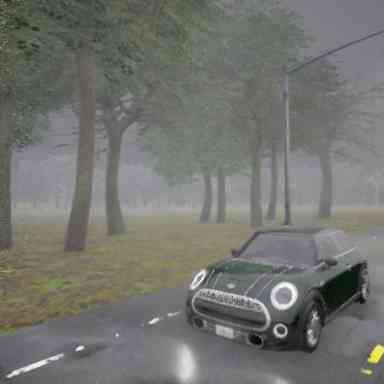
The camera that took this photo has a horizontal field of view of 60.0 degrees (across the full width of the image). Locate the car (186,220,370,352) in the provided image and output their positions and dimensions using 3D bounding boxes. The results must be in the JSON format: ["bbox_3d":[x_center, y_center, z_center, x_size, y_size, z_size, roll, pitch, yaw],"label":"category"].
[{"bbox_3d":[1.940,1.520,6.683,2.097,1.767,4.553,-2,-2,41],"label":"car"}]
